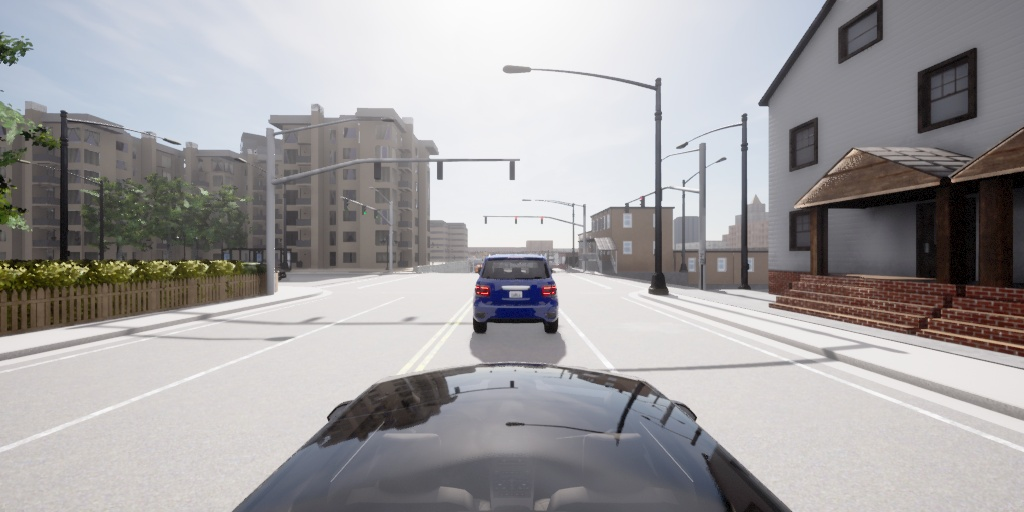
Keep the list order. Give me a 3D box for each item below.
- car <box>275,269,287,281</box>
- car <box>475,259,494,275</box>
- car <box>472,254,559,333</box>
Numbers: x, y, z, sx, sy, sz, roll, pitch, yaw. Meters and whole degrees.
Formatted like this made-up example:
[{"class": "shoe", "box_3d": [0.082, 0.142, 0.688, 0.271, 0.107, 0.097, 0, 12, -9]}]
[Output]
[{"class": "car", "box_3d": [-20.346, 1.255, 28.079, 4.892, 1.490, 1.837, 0, 0, 1]}, {"class": "car", "box_3d": [-3.561, 1.506, 46.897, 2.097, 1.767, 4.553, 1, -5, 0]}, {"class": "car", "box_3d": [0.101, 0.971, 10.877, 2.150, 2.045, 5.566, 0, 0, 0]}]
